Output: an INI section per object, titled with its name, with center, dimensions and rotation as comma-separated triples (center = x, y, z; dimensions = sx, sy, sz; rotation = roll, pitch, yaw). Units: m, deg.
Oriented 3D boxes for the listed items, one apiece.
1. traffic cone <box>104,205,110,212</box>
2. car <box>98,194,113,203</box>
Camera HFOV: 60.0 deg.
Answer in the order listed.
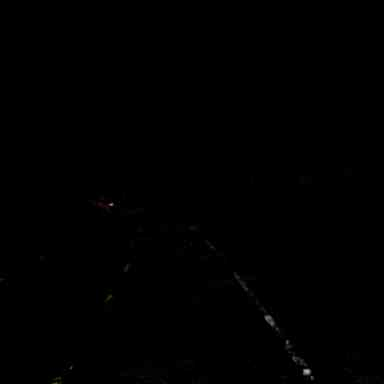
[traffic cone]
center = -8.882, 1.842, 35.415
dimensions = 0.340, 0.580, 0.340
rotation = 0, 0, -15
[car]
center = -15.994, 1.159, 61.633
dimensions = 2.097, 1.767, 4.553
rotation = 0, 0, -25
